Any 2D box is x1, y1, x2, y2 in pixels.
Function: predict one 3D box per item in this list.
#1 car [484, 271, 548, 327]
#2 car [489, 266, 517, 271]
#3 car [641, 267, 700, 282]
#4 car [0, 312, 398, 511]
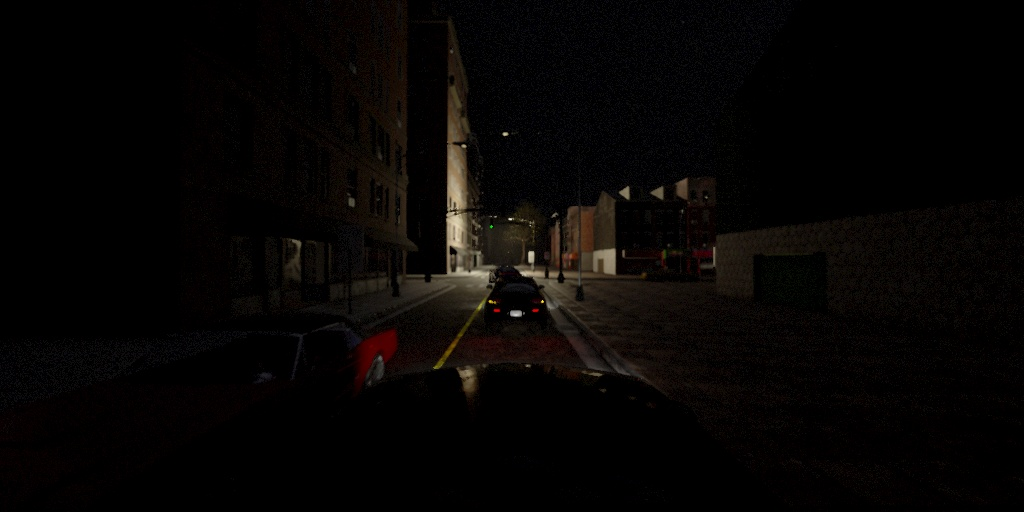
[{"bbox_3d":[0.120,1.384,11.832,1.812,1.442,4.674,0,-1,0],"label":"car"},{"bbox_3d":[-0.659,1.495,27.975,1.882,1.535,5.008,0,0,-12],"label":"car"},{"bbox_3d":[13.937,1.652,31.620,4.829,1.417,1.751,0,0,0],"label":"car"},{"bbox_3d":[-2.846,1.373,3.805,1.895,1.301,4.718,0,-1,0],"label":"car"}]
